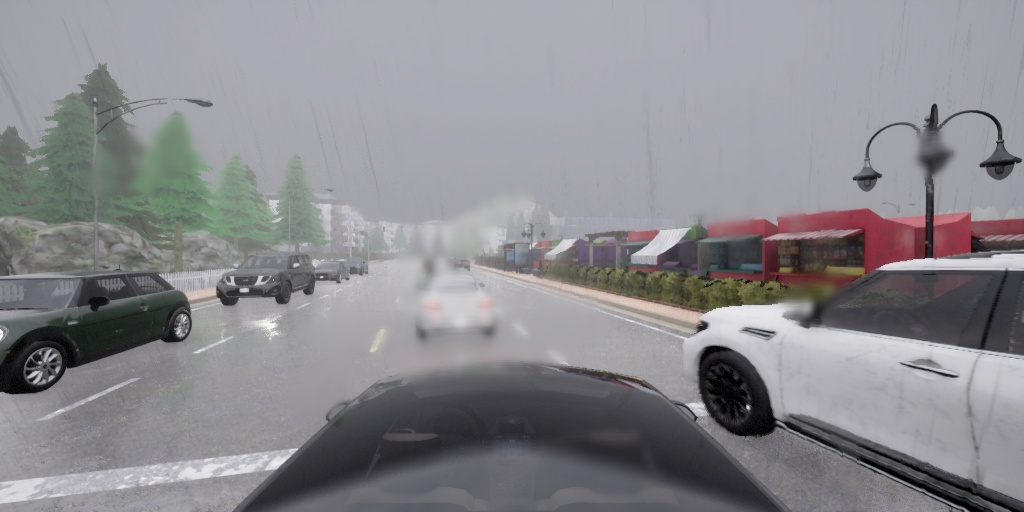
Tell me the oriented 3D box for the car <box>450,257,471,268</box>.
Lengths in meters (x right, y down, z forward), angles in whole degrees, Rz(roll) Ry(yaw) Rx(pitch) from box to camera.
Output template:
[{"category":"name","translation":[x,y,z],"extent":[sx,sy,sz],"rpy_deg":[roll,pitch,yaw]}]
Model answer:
[{"category":"car","translation":[-5.955,0.966,42.330],"extent":[1.837,1.490,4.892],"rpy_deg":[0,0,-14]}]

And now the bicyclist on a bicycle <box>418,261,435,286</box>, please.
[{"category":"bicyclist on a bicycle","translation":[-4.626,1.079,19.737],"extent":[0.582,1.620,1.656],"rpy_deg":[0,1,24]}]

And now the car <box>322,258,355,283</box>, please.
[{"category":"car","translation":[-12.778,1.089,25.345],"extent":[1.837,1.490,4.892],"rpy_deg":[0,0,-14]}]

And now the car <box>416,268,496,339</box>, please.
[{"category":"car","translation":[-1.631,1.224,9.936],"extent":[1.812,1.442,4.674],"rpy_deg":[0,0,-13]}]

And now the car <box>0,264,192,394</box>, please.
[{"category":"car","translation":[-8.115,1.076,6.332],"extent":[2.097,1.767,4.553],"rpy_deg":[0,0,-13]}]

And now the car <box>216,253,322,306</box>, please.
[{"category":"car","translation":[-10.412,0.876,15.741],"extent":[2.150,2.045,5.566],"rpy_deg":[0,0,-14]}]

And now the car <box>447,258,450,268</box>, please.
[{"category":"car","translation":[-8.291,0.872,51.372],"extent":[1.882,1.535,5.008],"rpy_deg":[0,0,-14]}]

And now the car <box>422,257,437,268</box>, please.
[{"category":"car","translation":[-11.681,0.903,50.825],"extent":[1.837,1.490,4.892],"rpy_deg":[0,0,-14]}]

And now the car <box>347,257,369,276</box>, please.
[{"category":"car","translation":[-14.730,0.877,33.312],"extent":[2.097,1.767,4.553],"rpy_deg":[0,0,-14]}]

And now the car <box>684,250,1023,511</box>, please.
[{"category":"car","translation":[3.856,0.965,2.579],"extent":[2.150,2.045,5.566],"rpy_deg":[0,0,-14]}]
